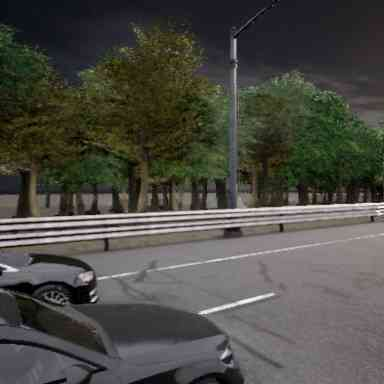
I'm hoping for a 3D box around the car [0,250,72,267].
[{"bbox_3d":[-3.989,1.492,5.202,4.902,1.511,2.128,0,0,-35],"label":"car"}]

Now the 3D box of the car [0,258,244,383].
[{"bbox_3d":[-1.699,1.525,2.535,4.674,1.442,1.812,0,0,-36],"label":"car"}]
